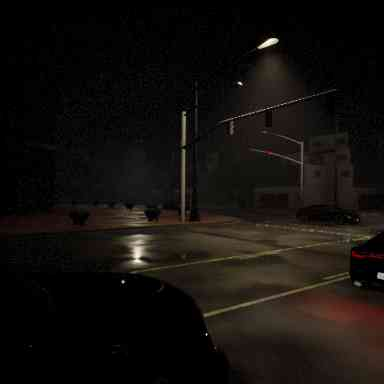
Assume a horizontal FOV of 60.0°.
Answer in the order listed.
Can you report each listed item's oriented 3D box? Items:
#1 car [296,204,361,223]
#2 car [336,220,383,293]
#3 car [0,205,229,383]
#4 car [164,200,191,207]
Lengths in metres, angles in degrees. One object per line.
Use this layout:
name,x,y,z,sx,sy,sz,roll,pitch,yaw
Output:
car,9.927,1.642,24.519,1.812,1.442,4.674,1,0,-35
car,5.752,1.498,7.883,5.008,1.535,1.882,0,0,-35
car,-2.328,1.222,2.083,5.566,2.045,2.150,0,0,-36
car,-1.909,1.658,41.456,1.994,1.385,4.181,1,-1,-35
